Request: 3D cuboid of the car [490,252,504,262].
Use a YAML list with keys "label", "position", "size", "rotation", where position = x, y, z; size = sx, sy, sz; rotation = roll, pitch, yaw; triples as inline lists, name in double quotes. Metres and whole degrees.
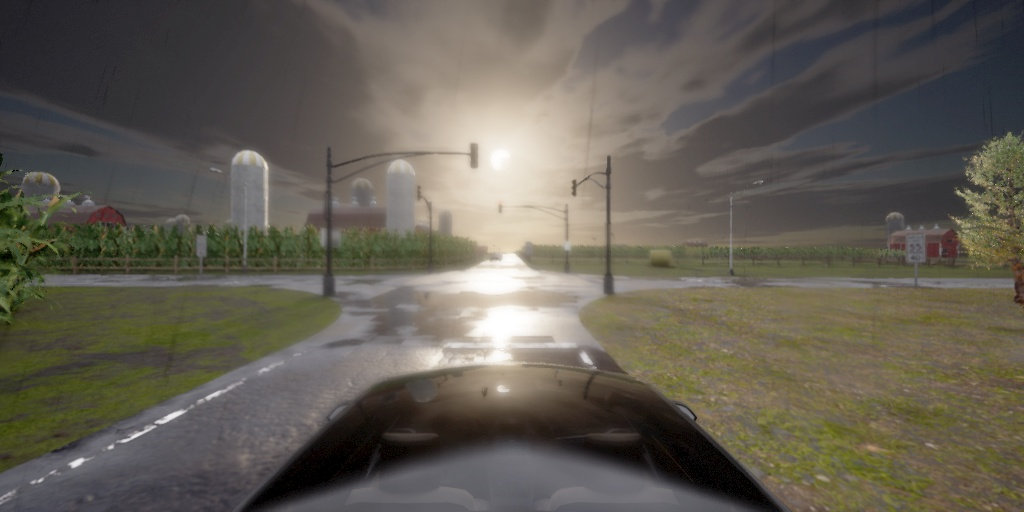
- label: "car"
  position: [-2.765, 0.291, 61.009]
  size: [1.895, 1.301, 4.718]
  rotation: [0, 1, 0]
